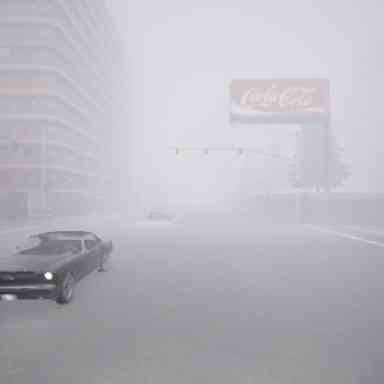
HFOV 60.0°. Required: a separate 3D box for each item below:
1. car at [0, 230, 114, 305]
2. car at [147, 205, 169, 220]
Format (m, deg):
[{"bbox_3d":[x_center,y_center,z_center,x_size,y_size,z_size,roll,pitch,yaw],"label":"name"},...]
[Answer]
[{"bbox_3d":[-3.464,1.716,8.512,1.895,1.301,4.718,0,-1,0],"label":"car"},{"bbox_3d":[-3.369,2.042,33.604,1.895,1.301,4.718,0,-1,0],"label":"car"}]
